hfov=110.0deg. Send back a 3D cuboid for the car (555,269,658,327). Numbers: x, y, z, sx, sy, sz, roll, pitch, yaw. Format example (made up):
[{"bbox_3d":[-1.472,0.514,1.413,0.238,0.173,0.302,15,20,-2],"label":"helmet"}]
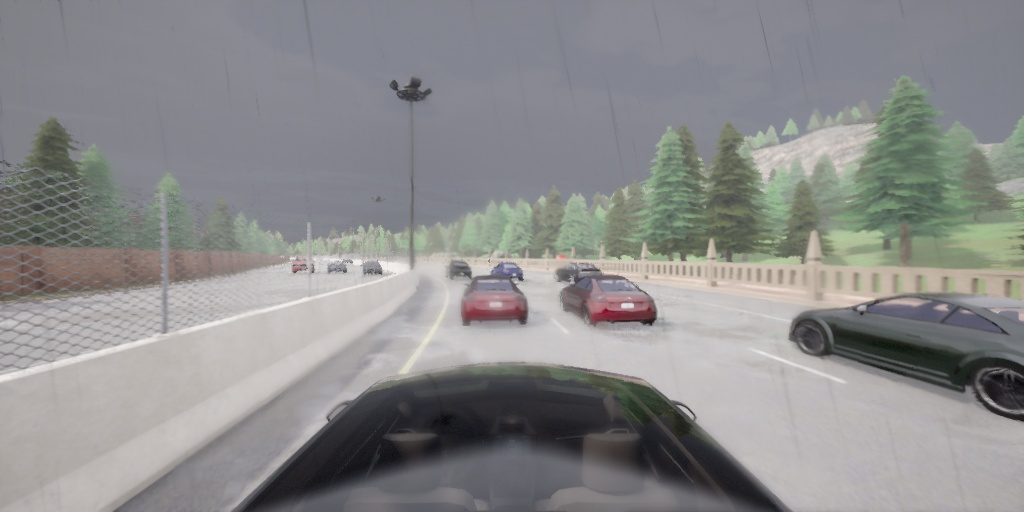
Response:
[{"bbox_3d":[2.881,1.292,11.539,1.994,1.385,4.181,0,0,-6],"label":"car"}]

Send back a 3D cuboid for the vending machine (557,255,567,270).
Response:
[{"bbox_3d":[6.254,0.872,45.075,1.100,2.100,0.880,0,0,-22],"label":"vending machine"}]

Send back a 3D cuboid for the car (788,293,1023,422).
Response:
[{"bbox_3d":[6.827,1.283,5.766,1.994,1.385,4.181,0,0,-2],"label":"car"}]

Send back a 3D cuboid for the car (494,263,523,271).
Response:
[{"bbox_3d":[-0.426,1.247,29.131,1.812,1.442,4.674,0,0,-15],"label":"car"}]

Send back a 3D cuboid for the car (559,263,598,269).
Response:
[{"bbox_3d":[4.399,1.199,24.223,2.128,1.511,4.902,0,0,-12],"label":"car"}]

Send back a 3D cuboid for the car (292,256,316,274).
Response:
[{"bbox_3d":[-24.458,1.024,42.265,2.150,2.045,5.566,0,0,-27],"label":"car"}]

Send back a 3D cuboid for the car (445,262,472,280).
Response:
[{"bbox_3d":[-4.718,1.240,31.410,1.837,1.490,4.892,0,0,-17],"label":"car"}]

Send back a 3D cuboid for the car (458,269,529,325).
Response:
[{"bbox_3d":[-0.655,1.305,11.836,1.994,1.385,4.181,0,0,-6],"label":"car"}]

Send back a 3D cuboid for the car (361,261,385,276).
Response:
[{"bbox_3d":[-14.400,1.273,37.098,1.837,1.490,4.892,0,0,-22],"label":"car"}]

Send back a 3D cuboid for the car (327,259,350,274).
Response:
[{"bbox_3d":[-20.271,1.349,41.694,1.994,1.385,4.181,0,0,-26],"label":"car"}]
